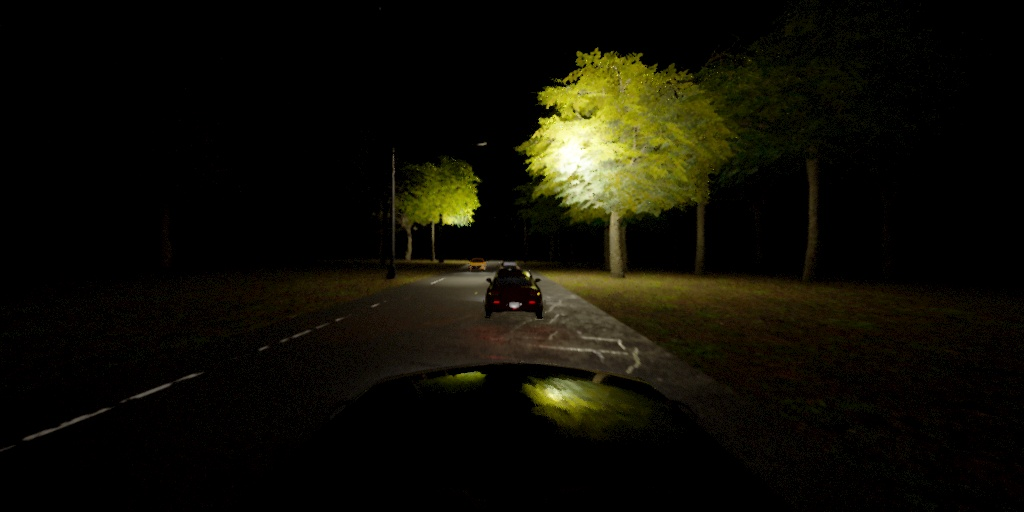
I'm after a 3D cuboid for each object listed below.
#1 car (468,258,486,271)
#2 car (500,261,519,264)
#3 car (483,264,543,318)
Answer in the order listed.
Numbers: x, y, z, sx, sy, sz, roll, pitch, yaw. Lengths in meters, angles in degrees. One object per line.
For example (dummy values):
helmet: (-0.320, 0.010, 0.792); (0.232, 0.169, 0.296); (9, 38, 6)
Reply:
car: (-4.094, 1.008, 43.058); (1.882, 1.535, 5.008); (0, 0, -2)
car: (-0.228, 1.125, 32.171); (1.994, 1.385, 4.181); (1, 0, -1)
car: (0.049, 1.212, 12.660); (1.812, 1.442, 4.674); (0, 1, -1)
